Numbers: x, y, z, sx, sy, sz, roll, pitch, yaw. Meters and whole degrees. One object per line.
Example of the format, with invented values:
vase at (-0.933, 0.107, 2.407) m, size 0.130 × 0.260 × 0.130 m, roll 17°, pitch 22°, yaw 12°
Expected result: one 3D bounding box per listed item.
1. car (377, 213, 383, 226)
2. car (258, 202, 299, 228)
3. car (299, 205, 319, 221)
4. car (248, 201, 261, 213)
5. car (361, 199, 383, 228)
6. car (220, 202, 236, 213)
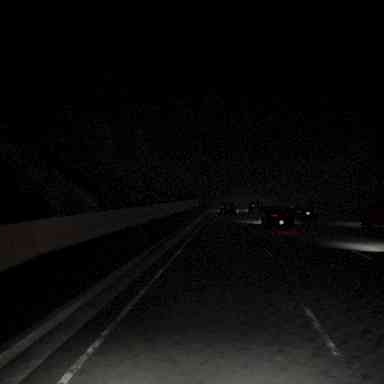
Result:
car at (8.185, 1.661, 10.899) m, size 1.812 × 1.442 × 4.674 m, roll 0°, pitch 0°, yaw 6°
car at (6.084, 1.730, 24.002) m, size 1.837 × 1.490 × 4.892 m, roll 0°, pitch 0°, yaw 6°
car at (10.401, 1.871, 31.167) m, size 1.994 × 1.385 × 4.181 m, roll 0°, pitch 0°, yaw 6°
car at (8.107, 1.870, 42.175) m, size 2.128 × 1.511 × 4.902 m, roll 0°, pitch -1°, yaw 6°
car at (12.790, 1.464, 21.121) m, size 2.150 × 2.045 × 5.566 m, roll 0°, pitch 0°, yaw 6°
car at (4.597, 1.923, 42.275) m, size 1.994 × 1.385 × 4.181 m, roll 0°, pitch 0°, yaw 6°
